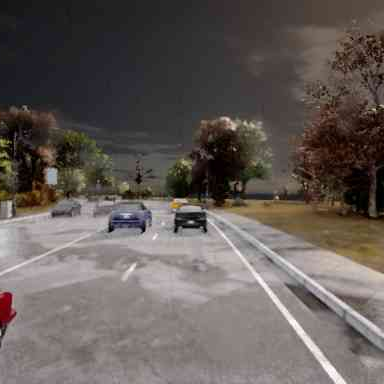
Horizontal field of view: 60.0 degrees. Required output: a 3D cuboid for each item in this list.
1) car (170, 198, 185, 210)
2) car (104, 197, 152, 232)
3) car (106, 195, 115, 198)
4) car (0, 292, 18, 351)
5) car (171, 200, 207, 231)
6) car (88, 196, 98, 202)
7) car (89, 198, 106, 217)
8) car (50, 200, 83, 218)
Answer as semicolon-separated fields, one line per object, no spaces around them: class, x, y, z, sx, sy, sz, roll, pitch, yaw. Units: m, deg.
car;-1.490;1.489;38.805;1.882;1.535;5.008;0;0;-7
car;-3.631;1.356;20.175;2.097;1.767;4.553;0;0;-2
car;-17.417;1.456;71.420;1.882;1.535;5.008;0;0;-22
car;-3.404;1.601;2.585;1.895;1.301;4.718;0;0;0
car;-0.136;1.482;20.459;1.882;1.535;5.008;0;0;-2
car;-21.112;1.516;71.149;2.033;1.411;5.357;0;0;-24
car;-7.957;1.530;31.223;1.812;1.442;4.674;0;0;-4
car;-11.408;1.508;30.529;1.837;1.490;4.892;0;0;-5
